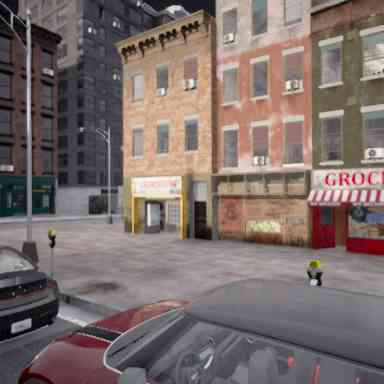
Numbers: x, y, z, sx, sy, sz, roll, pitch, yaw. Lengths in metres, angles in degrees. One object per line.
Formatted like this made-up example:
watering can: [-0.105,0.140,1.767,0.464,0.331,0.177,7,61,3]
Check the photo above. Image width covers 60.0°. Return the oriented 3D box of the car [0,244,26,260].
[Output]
car: [-4.044,1.543,5.695,4.403,1.369,2.008,0,0,35]

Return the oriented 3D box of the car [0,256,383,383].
car: [0.441,1.439,2.504,4.097,1.590,1.967,0,0,35]
